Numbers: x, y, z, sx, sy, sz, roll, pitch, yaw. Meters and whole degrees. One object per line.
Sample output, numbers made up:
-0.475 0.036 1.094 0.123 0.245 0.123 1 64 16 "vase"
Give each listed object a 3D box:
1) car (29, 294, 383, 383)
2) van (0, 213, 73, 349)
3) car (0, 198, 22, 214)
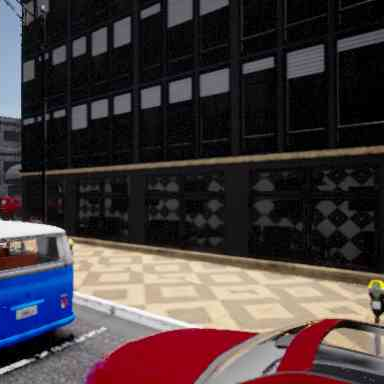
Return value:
0.958 1.582 2.154 4.206 1.307 1.802 0 0 36 "car"
-3.673 1.346 5.459 3.998 1.788 1.690 0 0 36 "van"
-13.561 1.377 27.573 2.192 1.841 5.009 -1 -1 35 "car"
